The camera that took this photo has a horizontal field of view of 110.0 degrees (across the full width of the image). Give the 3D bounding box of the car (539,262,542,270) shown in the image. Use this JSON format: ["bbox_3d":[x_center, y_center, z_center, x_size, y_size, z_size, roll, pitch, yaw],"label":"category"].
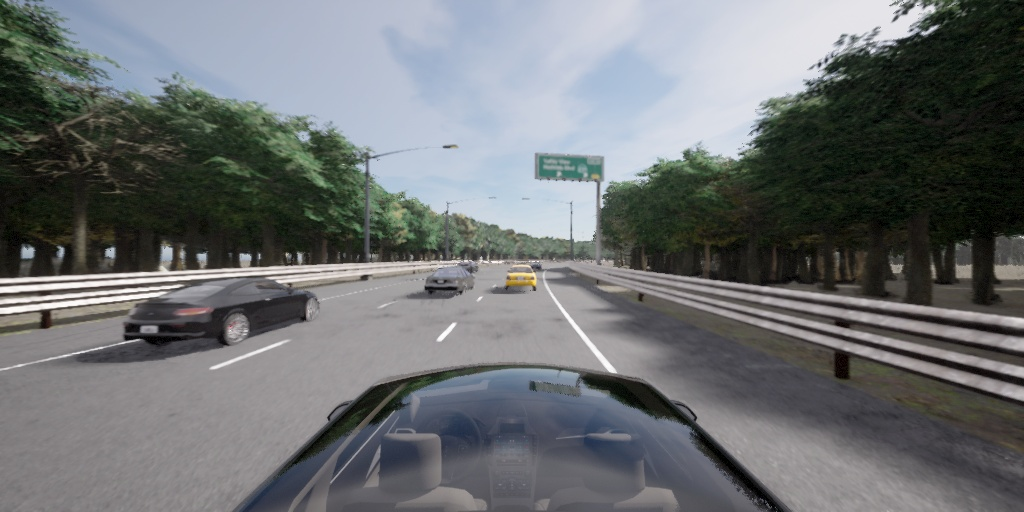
[{"bbox_3d":[3.752,1.550,56.847,1.895,1.301,4.718,0,0,8],"label":"car"}]

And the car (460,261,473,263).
[{"bbox_3d":[-5.116,1.305,41.400,2.128,1.511,4.902,0,0,6],"label":"car"}]

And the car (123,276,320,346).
[{"bbox_3d":[-6.893,1.243,9.163,1.812,1.442,4.674,0,0,1],"label":"car"}]

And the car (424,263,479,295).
[{"bbox_3d":[-3.262,1.292,19.750,2.033,1.411,5.357,0,0,4],"label":"car"}]

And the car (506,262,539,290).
[{"bbox_3d":[0.612,1.225,22.448,1.801,1.575,5.366,0,0,3],"label":"car"}]
